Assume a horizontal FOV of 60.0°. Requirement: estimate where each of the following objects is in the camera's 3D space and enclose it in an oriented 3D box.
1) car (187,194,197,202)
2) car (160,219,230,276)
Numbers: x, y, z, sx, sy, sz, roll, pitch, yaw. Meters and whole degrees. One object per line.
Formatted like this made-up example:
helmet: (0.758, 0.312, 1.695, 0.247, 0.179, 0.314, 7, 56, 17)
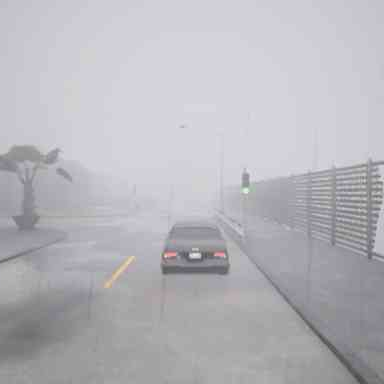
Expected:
car: (-0.030, 1.425, 82.601, 2.150, 2.045, 5.566, 0, 0, 0)
car: (0.085, 1.573, 10.442, 2.033, 1.411, 5.357, 0, 0, 0)
